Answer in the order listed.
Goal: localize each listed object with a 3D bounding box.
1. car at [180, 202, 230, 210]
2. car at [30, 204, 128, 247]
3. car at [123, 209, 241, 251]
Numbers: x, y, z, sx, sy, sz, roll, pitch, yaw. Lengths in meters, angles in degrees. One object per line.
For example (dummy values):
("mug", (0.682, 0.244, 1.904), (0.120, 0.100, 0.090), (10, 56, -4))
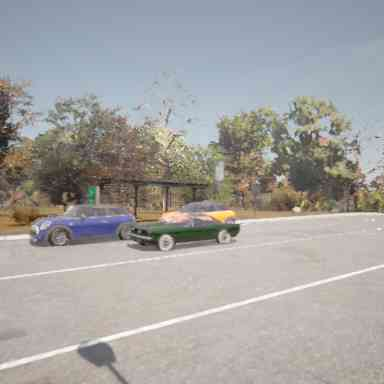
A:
("car", (0.327, 1.375, 18.842), (4.553, 1.767, 2.097), (0, 0, -35))
("car", (-4.865, 1.358, 15.236), (4.553, 1.767, 2.097), (0, 0, -35))
("car", (-0.238, 1.612, 14.216), (4.718, 1.301, 1.895), (0, 0, -35))
